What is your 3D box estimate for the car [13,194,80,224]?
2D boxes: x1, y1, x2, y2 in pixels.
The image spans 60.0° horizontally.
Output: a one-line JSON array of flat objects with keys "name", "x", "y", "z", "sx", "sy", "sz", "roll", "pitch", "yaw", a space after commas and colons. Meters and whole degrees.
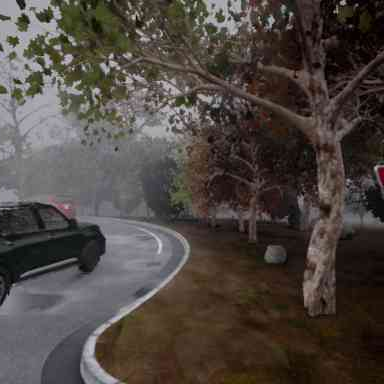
[{"name": "car", "x": -11.221, "y": 1.213, "z": 25.480, "sx": 5.566, "sy": 2.045, "sz": 2.150, "roll": 0, "pitch": 0, "yaw": 36}]

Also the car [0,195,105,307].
[{"name": "car", "x": -4.244, "y": 1.221, "z": 7.821, "sx": 2.150, "sy": 2.045, "sz": 5.566, "roll": 0, "pitch": 0, "yaw": 16}]
